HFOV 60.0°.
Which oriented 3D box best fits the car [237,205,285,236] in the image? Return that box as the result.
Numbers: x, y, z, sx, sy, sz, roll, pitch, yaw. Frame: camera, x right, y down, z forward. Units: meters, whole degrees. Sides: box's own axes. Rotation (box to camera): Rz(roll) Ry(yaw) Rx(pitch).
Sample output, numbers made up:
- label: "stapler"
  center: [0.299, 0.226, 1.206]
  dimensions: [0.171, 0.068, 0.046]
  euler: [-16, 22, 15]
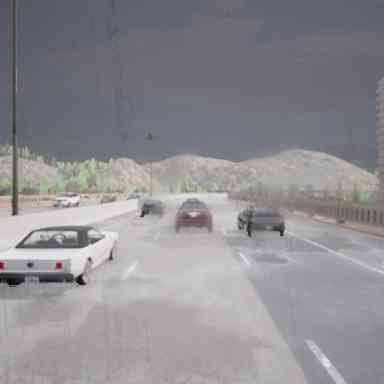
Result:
- label: "car"
  center: [3.602, 1.449, 17.951]
  dimensions: [2.128, 1.511, 4.902]
  euler: [0, 0, 0]

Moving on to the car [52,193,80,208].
- label: "car"
  center: [-17.532, 1.114, 46.646]
  dimensions: [2.150, 2.045, 5.566]
  euler: [0, 0, 1]

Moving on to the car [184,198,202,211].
- label: "car"
  center: [0.104, 1.451, 41.006]
  dimensions: [2.033, 1.411, 5.357]
  euler: [0, 0, 0]

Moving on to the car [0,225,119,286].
- label: "car"
  center: [-3.406, 1.579, 9.300]
  dimensions: [1.895, 1.301, 4.718]
  euler: [0, 0, 0]

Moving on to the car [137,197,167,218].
- label: "car"
  center: [-3.399, 1.435, 29.709]
  dimensions: [1.837, 1.490, 4.892]
  euler: [0, 0, 0]

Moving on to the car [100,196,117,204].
- label: "car"
  center: [-14.003, 1.362, 56.030]
  dimensions: [2.128, 1.511, 4.902]
  euler: [0, 0, 0]

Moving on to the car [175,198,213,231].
- label: "car"
  center: [0.102, 1.305, 20.092]
  dimensions: [2.097, 1.767, 4.553]
  euler: [0, 0, 0]

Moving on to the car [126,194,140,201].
- label: "car"
  center: [-10.495, 1.213, 60.086]
  dimensions: [2.097, 1.767, 4.553]
  euler: [0, 0, 0]
